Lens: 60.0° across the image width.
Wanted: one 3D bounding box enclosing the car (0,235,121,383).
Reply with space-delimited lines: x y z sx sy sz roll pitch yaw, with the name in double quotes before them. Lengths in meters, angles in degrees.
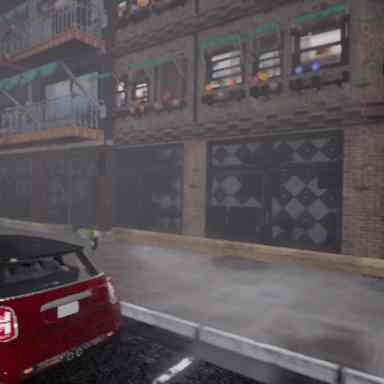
"car" -3.028 1.372 5.022 4.097 1.590 1.967 1 1 35
